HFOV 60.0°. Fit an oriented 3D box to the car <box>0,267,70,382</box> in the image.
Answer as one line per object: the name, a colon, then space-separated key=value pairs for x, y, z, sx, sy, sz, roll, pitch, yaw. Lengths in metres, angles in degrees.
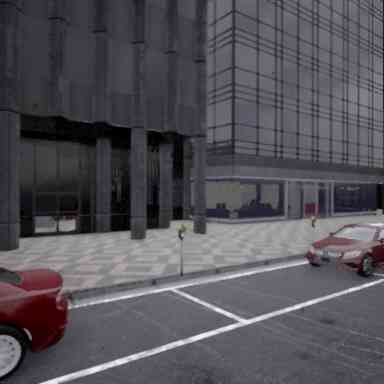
car: x=-3.806 y=1.540 z=3.818 sx=4.507 sy=1.381 sz=1.887 roll=0 pitch=0 yaw=-35

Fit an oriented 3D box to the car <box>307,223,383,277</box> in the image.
car: x=5.378 y=1.634 z=10.365 sx=4.206 sy=1.307 sz=1.802 roll=0 pitch=0 yaw=-35
